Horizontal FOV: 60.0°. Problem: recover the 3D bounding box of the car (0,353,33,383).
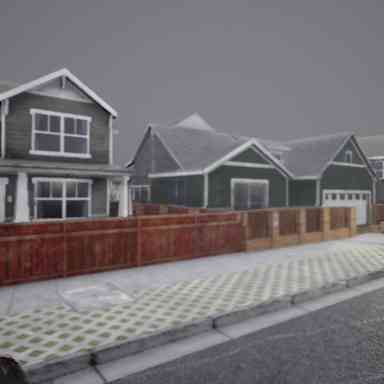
[{"bbox_3d":[-2.703,1.564,1.140,4.181,1.385,1.994,0,0,-35],"label":"car"}]
